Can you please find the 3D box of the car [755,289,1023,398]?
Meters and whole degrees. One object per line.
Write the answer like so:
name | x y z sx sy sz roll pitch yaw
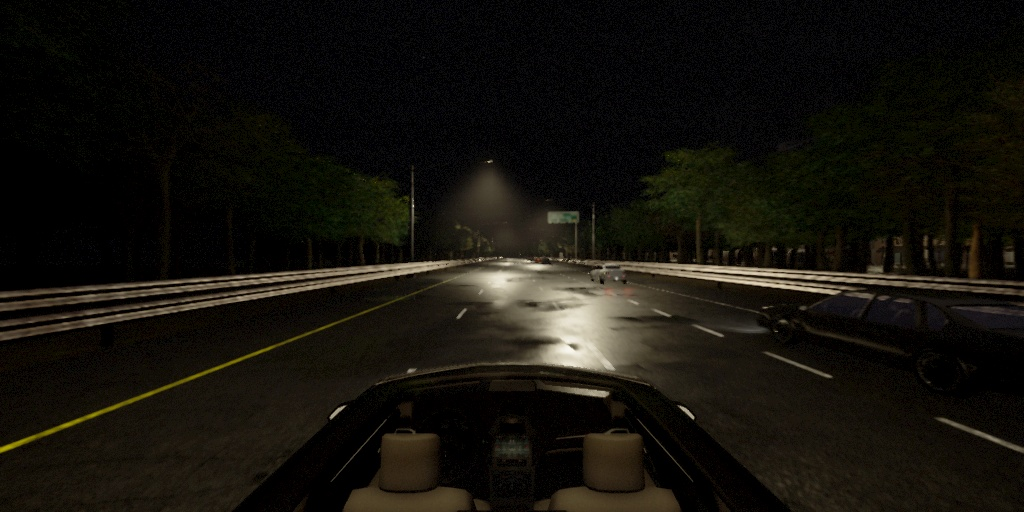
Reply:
car | 7.001 1.300 6.476 2.033 1.411 5.357 0 0 0

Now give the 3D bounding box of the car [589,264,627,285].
car | 7.040 1.284 26.430 1.812 1.442 4.674 0 0 0
